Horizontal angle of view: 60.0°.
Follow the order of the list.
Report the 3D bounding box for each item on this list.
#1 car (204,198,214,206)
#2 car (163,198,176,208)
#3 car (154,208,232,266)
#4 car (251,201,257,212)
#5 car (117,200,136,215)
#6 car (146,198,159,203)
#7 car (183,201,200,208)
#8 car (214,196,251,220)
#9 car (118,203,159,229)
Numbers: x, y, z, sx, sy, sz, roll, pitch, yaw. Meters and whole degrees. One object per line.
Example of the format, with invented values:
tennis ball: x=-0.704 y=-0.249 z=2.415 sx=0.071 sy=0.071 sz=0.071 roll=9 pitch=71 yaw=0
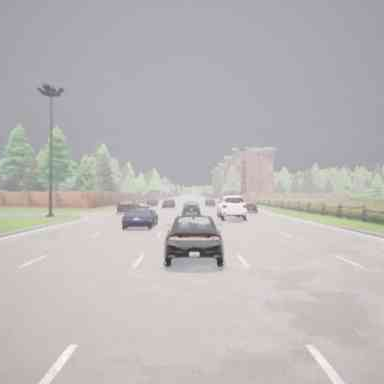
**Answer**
car: x=3.309 y=1.828 z=61.638 sx=2.128 sy=1.511 sz=4.902 roll=0 pitch=-1 yaw=0
car: x=-3.652 y=1.785 z=53.605 sx=2.128 sy=1.511 sz=4.902 roll=0 pitch=0 yaw=0
car: x=0.058 y=1.558 z=11.835 sx=2.128 sy=1.511 sz=4.902 roll=0 pitch=0 yaw=0
car: x=6.913 y=1.753 z=41.397 sx=1.812 sy=1.442 sz=4.674 roll=0 pitch=0 yaw=0
car: x=-7.068 y=1.682 z=37.142 sx=1.882 sy=1.535 sz=5.008 roll=0 pitch=-1 yaw=0
car: x=-7.187 y=1.824 z=60.783 sx=2.128 sy=1.511 sz=4.902 roll=0 pitch=-1 yaw=0
car: x=-0.069 y=1.733 z=37.770 sx=1.812 sy=1.442 sz=4.674 roll=0 pitch=0 yaw=0
car: x=3.471 y=1.382 z=29.689 sx=2.150 sy=2.045 sz=5.566 roll=0 pitch=-1 yaw=0
car: x=-3.492 y=1.690 z=22.830 sx=1.994 sy=1.385 sz=4.181 roll=0 pitch=0 yaw=0
